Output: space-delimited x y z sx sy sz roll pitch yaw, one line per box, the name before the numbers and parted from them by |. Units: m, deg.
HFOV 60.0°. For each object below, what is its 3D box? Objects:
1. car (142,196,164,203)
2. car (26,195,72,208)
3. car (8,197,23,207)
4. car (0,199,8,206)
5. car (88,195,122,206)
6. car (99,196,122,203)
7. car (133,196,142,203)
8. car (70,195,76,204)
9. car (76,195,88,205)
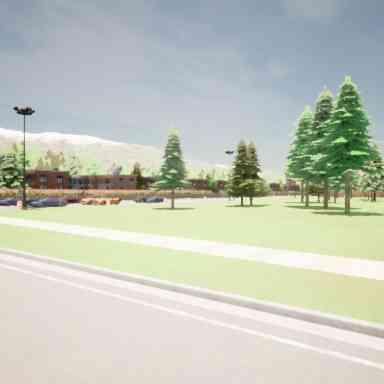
car | -7.109 1.526 65.911 1.812 1.442 4.674 0 0 35
car | -20.343 1.548 47.073 2.033 1.411 5.357 0 0 35
car | -23.484 1.477 48.686 1.882 1.535 5.008 0 0 35
car | -28.629 1.548 53.536 2.033 1.411 5.357 0 0 35
car | -14.353 1.352 55.633 2.097 1.767 4.553 0 0 35
car | -17.116 1.594 69.853 1.895 1.301 4.718 0 0 35
car | -9.936 1.505 67.933 1.837 1.490 4.892 0 0 35
car | -22.925 1.352 61.632 2.097 1.767 4.553 0 0 35
car | -17.114 1.351 57.786 2.097 1.767 4.553 0 0 35
